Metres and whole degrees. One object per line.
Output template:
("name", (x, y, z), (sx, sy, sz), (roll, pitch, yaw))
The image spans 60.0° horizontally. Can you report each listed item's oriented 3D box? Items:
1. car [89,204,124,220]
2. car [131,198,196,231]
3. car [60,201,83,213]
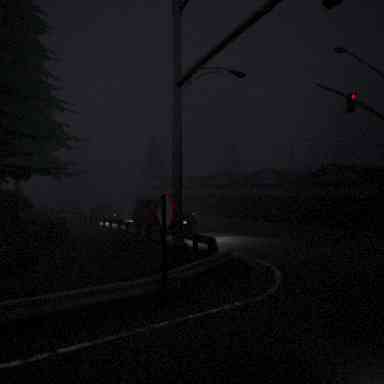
("car", (-7.651, 1.755, 29.695), (1.994, 1.385, 4.181), (0, 0, -35))
("car", (-1.995, 1.413, 21.567), (2.150, 2.045, 5.566), (0, 0, -35))
("car", (-14.308, 1.736, 39.205), (2.033, 1.411, 5.357), (0, 0, -31))
